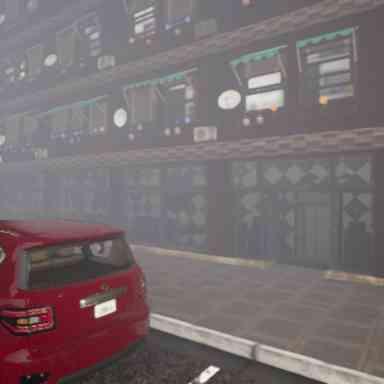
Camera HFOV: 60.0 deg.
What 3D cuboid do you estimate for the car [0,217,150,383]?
[{"bbox_3d":[-2.862,1.312,4.906,5.009,1.841,2.192,0,0,35],"label":"car"}]
